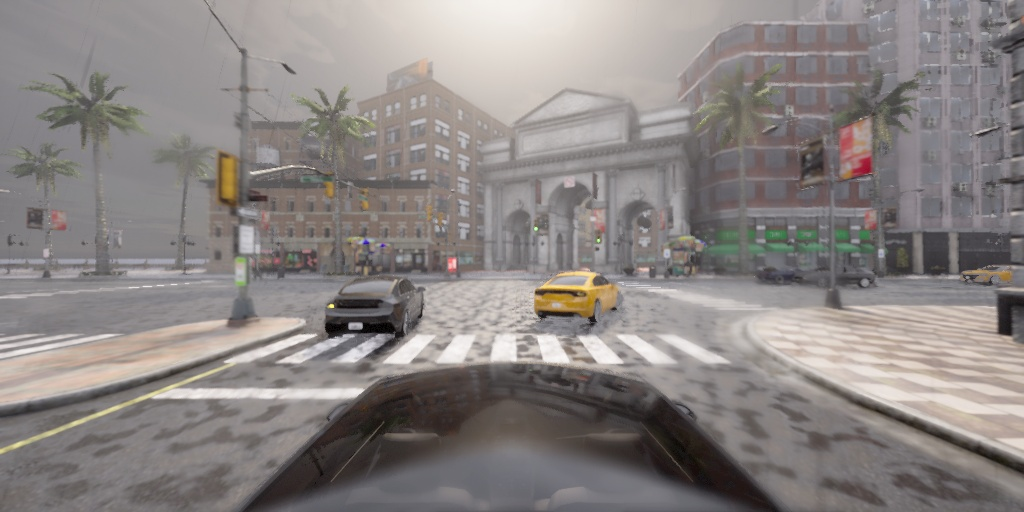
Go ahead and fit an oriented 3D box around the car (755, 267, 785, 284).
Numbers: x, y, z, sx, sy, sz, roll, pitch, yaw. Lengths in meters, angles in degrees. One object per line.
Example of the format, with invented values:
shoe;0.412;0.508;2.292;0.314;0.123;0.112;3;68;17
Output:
car;22.439;1.549;28.809;4.718;1.301;1.895;0;0;1

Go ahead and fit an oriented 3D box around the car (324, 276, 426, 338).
car;-3.739;1.320;10.445;1.837;1.490;4.892;1;0;-6

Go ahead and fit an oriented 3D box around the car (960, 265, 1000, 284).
car;38.741;1.423;28.279;5.008;1.535;1.882;0;-1;5

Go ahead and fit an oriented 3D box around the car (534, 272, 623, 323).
car;2.487;1.308;12.696;1.882;1.535;5.008;-1;-1;28

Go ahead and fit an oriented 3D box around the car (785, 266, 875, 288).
car;22.615;1.427;25.299;4.892;1.490;1.837;0;0;1

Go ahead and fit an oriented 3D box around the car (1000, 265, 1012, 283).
car;37.982;1.398;24.857;5.008;1.535;1.882;0;-1;5
